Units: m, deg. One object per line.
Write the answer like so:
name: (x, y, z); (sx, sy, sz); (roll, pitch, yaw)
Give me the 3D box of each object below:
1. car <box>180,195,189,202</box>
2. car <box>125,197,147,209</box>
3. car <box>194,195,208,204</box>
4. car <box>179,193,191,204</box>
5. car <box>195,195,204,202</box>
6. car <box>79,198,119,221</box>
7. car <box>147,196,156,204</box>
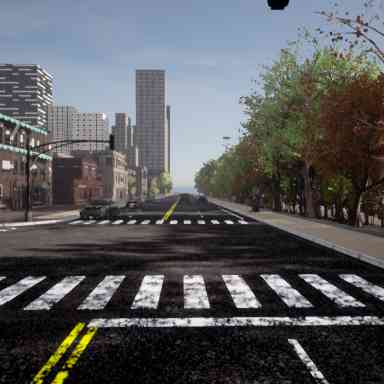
car: (-1.703, 1.447, 74.225); (1.882, 1.535, 5.008); (0, 0, -1)
car: (-7.625, 1.476, 44.203); (2.128, 1.511, 4.902); (0, 0, -1)
car: (1.891, 1.454, 62.864); (1.882, 1.535, 5.008); (0, 0, -1)
car: (-1.376, 1.197, 63.643); (2.150, 2.045, 5.566); (0, 0, -1)
car: (1.555, 1.471, 72.970); (1.837, 1.490, 4.892); (0, 0, -1)
car: (-7.487, 1.344, 27.193); (2.097, 1.767, 4.553); (0, 0, 2)
car: (-8.023, 1.523, 64.666); (2.033, 1.411, 5.357); (0, 0, -1)
